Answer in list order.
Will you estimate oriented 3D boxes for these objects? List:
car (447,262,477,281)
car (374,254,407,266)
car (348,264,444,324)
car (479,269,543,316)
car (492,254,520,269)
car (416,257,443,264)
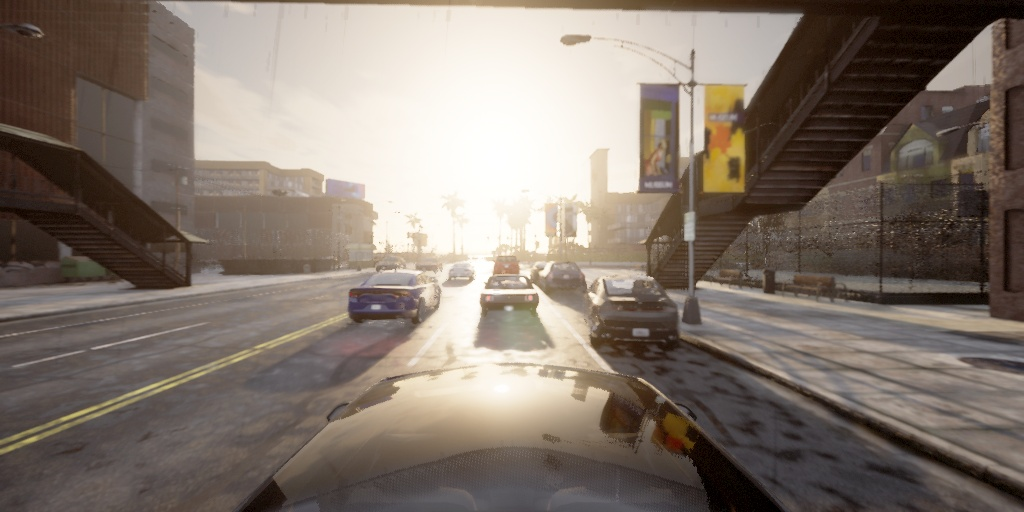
[{"bbox_3d":[-3.972,1.192,28.681,1.812,1.442,4.674,0,0,-1],"label":"car"},{"bbox_3d":[-11.151,0.793,33.415,1.837,1.490,4.892,0,0,-1],"label":"car"},{"bbox_3d":[-3.603,1.192,11.847,1.882,1.535,5.008,0,0,-1],"label":"car"},{"bbox_3d":[-0.134,1.318,13.200,1.895,1.301,4.718,0,0,-1],"label":"car"},{"bbox_3d":[-0.480,0.890,30.128,2.150,2.045,5.566,0,0,-1],"label":"car"},{"bbox_3d":[-7.652,0.841,33.489,1.882,1.535,5.008,0,0,-1],"label":"car"}]
